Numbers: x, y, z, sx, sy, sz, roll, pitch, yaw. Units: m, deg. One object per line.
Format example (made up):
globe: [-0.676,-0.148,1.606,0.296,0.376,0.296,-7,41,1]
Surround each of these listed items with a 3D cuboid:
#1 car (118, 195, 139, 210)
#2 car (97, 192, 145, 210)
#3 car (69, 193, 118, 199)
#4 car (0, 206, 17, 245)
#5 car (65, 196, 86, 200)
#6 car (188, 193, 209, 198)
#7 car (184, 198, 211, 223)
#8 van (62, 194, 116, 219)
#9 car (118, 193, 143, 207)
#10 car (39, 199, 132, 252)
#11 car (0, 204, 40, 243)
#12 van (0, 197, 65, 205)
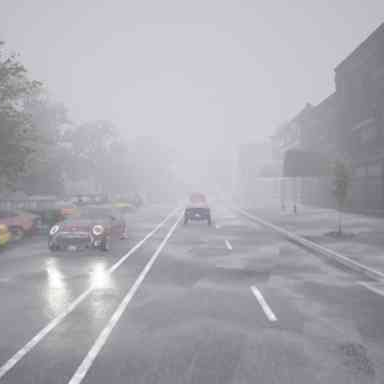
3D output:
car: [-8.806,1.399,35.665,5.366,1.575,1.946,-1,0,-19]
car: [-8.905,1.123,41.491,5.566,2.045,2.435,-1,1,-19]
car: [-9.142,1.195,26.698,5.566,2.045,2.435,-1,0,-19]
car: [-9.519,1.484,11.842,5.366,1.575,1.946,-1,0,-19]
car: [-9.233,1.341,20.781,4.553,1.767,2.185,-1,0,-19]
car: [0.690,1.102,42.988,2.150,2.045,5.566,0,0,1]
car: [0.413,1.442,24.959,1.882,1.535,5.008,0,0,1]
van: [-9.174,1.210,29.625,4.442,1.987,1.878,-1,1,-19]
car: [-8.903,1.138,38.563,5.566,2.045,2.435,-1,0,-19]
car: [-4.112,1.348,13.773,2.097,1.767,4.553,0,0,1]
car: [-9.321,1.510,14.854,4.792,1.488,2.163,-1,0,-19]
van: [-9.357,1.250,17.784,4.442,1.987,1.878,-1,0,-19]
